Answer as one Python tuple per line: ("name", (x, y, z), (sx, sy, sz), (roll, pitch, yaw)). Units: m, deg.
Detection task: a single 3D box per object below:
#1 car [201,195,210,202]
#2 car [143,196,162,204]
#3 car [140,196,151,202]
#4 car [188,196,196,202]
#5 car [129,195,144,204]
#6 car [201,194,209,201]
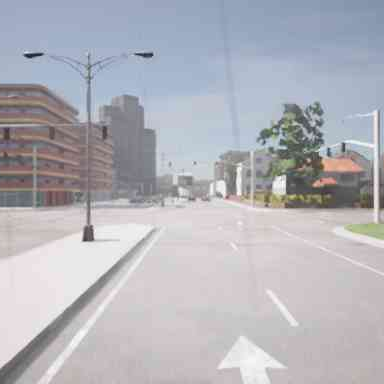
("car", (3.492, 1.773, 82.275), (1.895, 1.301, 4.718), (0, 0, 0))
("car", (-8.010, 1.663, 67.598), (2.128, 1.511, 4.902), (0, 0, 0))
("car", (-11.508, 1.668, 83.283), (2.128, 1.511, 4.902), (0, 0, 0))
("car", (-0.008, 1.655, 81.828), (1.882, 1.535, 5.008), (0, 0, 0))
("car", (-11.507, 1.504, 67.555), (2.097, 1.767, 4.553), (0, 0, 0))
("car", (3.491, 1.524, 92.215), (2.097, 1.767, 4.553), (0, 0, 0))
